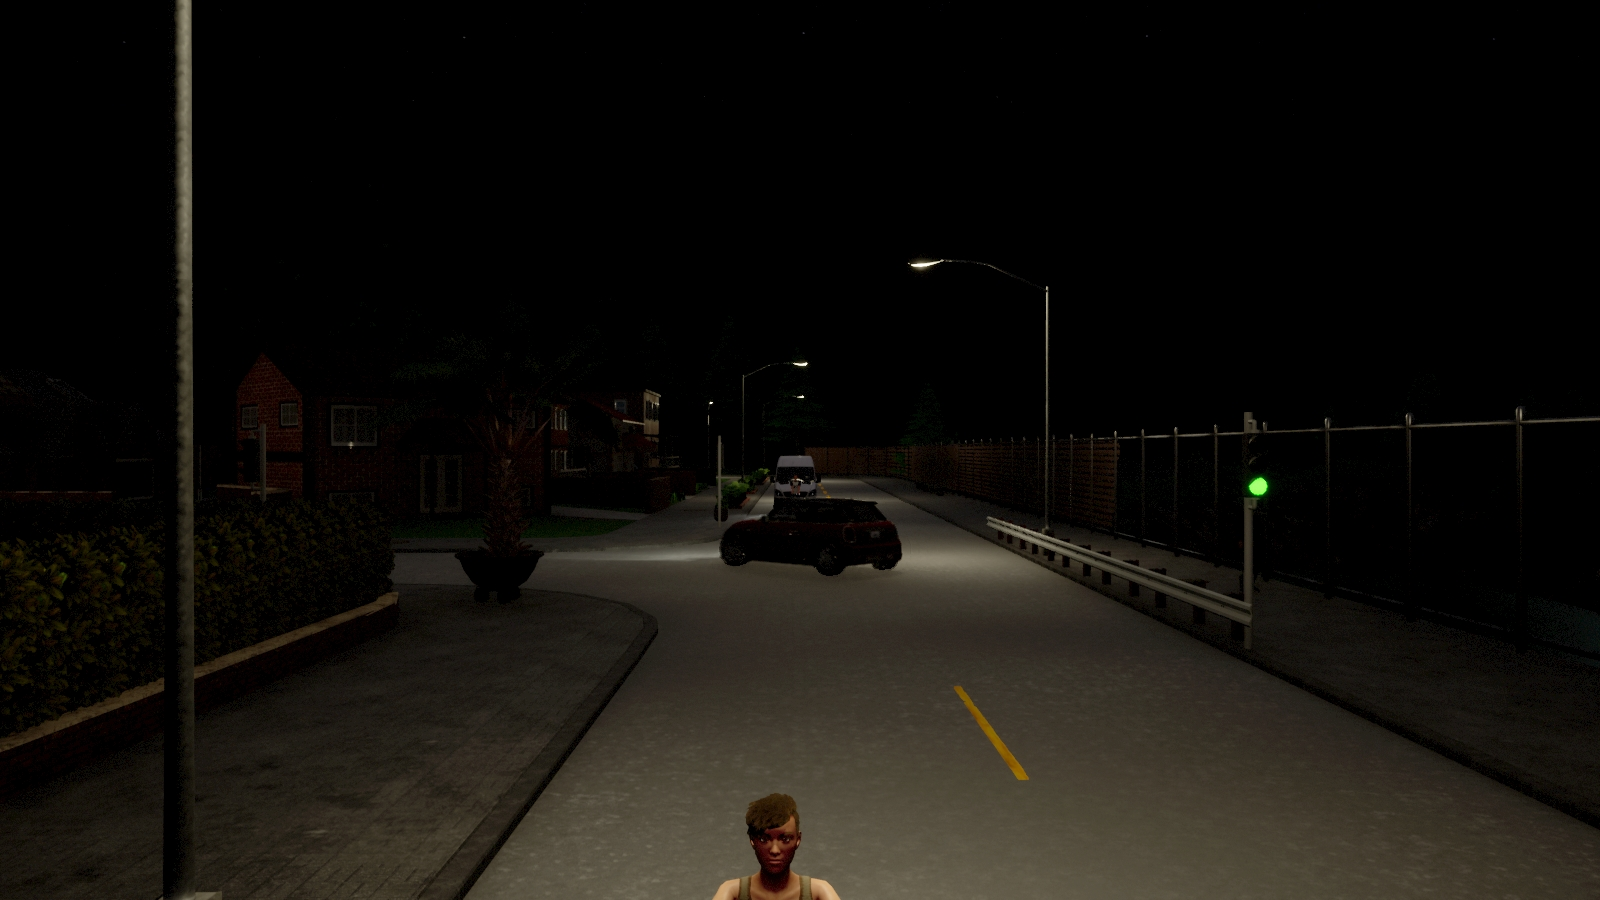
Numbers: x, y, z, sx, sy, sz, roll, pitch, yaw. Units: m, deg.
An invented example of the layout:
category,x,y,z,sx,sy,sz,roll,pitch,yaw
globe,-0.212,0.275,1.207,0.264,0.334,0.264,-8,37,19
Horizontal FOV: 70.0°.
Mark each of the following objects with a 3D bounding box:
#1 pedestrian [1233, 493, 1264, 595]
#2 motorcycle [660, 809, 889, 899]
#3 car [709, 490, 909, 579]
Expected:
category,x,y,z,sx,sy,sz,roll,pitch,yaw
pedestrian,8.381,1.752,21.363,0.375,1.860,0.375,0,0,-20
motorcycle,-0.084,2.157,3.590,0.764,1.307,2.356,0,0,-1
car,0.142,1.916,27.163,4.553,1.767,2.097,0,0,44
